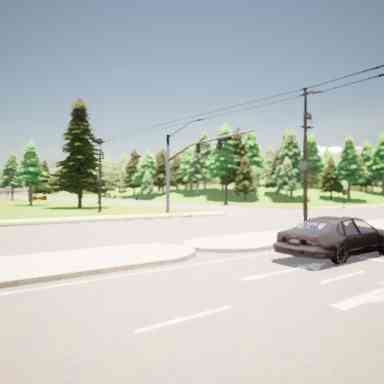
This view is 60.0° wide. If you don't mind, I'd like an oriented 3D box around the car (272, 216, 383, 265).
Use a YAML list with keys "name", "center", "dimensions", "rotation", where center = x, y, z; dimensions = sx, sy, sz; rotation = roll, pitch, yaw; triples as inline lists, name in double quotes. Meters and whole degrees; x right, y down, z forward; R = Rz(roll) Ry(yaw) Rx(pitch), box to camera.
- name: "car"
  center: [5.206, 1.576, 11.792]
  dimensions: [5.357, 1.411, 2.033]
  rotation: [0, 0, -36]
